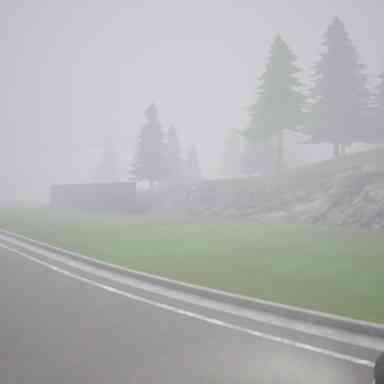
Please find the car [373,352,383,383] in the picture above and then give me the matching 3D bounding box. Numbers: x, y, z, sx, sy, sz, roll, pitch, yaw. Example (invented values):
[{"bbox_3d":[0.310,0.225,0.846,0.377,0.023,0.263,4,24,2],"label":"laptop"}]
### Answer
[{"bbox_3d":[3.466,1.524,1.543,4.674,1.442,1.812,0,0,36],"label":"car"}]
